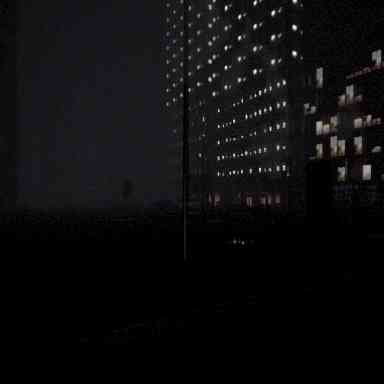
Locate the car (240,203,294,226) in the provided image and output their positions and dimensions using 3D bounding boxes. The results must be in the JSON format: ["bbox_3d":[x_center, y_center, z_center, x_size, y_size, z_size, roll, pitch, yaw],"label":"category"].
[{"bbox_3d":[6.040,1.813,25.927,2.008,1.369,4.403,-1,-1,-26],"label":"car"}]

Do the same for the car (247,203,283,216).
[{"bbox_3d":[8.671,2.068,39.705,1.947,1.339,4.313,-1,-1,-26],"label":"car"}]

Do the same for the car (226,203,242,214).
[{"bbox_3d":[6.217,2.168,44.766,1.947,1.339,4.313,-1,-1,-26],"label":"car"}]

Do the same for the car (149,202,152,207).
[{"bbox_3d":[-8.509,2.808,75.128,1.802,1.307,4.206,-1,-1,-26],"label":"car"}]

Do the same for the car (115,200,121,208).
[{"bbox_3d":[-13.522,2.602,66.259,1.752,1.417,4.829,-1,-1,-26],"label":"car"}]

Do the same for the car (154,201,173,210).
[{"bbox_3d":[-5.416,2.454,62.613,1.882,1.535,5.008,0,-1,-26],"label":"car"}]

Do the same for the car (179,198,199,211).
[{"bbox_3d":[-0.768,2.003,53.109,2.150,2.045,5.566,0,-1,-25],"label":"car"}]

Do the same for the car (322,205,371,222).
[{"bbox_3d":[13.580,1.854,29.584,2.008,1.369,4.403,-1,-1,-26],"label":"car"}]

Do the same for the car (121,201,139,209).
[{"bbox_3d":[-11.141,2.525,61.351,2.008,1.369,4.403,-1,-1,-26],"label":"car"}]

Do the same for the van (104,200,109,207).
[{"bbox_3d":[-18.508,2.634,76.534,1.690,1.788,3.998,-1,-1,-26],"label":"van"}]

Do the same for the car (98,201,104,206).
[{"bbox_3d":[-23.412,3.053,86.652,1.887,1.381,4.507,-1,-1,-26],"label":"car"}]

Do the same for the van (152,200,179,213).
[{"bbox_3d":[-3.782,2.005,46.173,1.690,1.788,3.998,-1,-1,-26],"label":"van"}]

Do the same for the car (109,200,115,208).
[{"bbox_3d":[-16.050,2.731,71.472,1.887,1.381,4.507,-1,-1,-26],"label":"car"}]
